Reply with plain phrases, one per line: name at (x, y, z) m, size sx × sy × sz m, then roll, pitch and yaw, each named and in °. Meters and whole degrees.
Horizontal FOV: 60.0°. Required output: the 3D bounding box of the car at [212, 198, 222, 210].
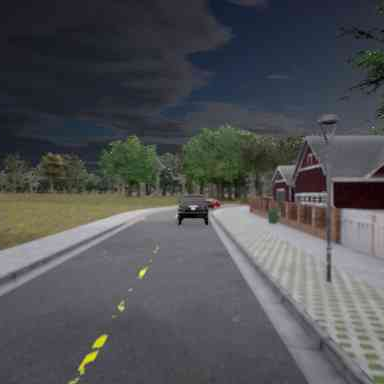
car at (2.533, 1.517, 43.202) m, size 1.882 × 1.535 × 5.008 m, roll -1°, pitch -1°, yaw 19°

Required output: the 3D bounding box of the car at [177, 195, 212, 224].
car at (0.083, 1.209, 24.931) m, size 2.150 × 2.045 × 5.566 m, roll 0°, pitch 0°, yaw 0°
